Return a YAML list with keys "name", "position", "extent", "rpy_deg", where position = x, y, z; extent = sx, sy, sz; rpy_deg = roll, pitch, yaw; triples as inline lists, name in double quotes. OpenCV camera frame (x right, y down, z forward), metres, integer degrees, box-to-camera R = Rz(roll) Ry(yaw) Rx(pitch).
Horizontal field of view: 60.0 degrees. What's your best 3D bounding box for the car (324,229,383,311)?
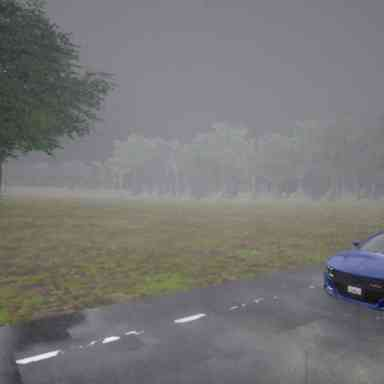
- name: "car"
  position: [5.031, 1.567, 7.596]
  extent: [5.008, 1.535, 1.882]
  rpy_deg: [1, 0, -36]
